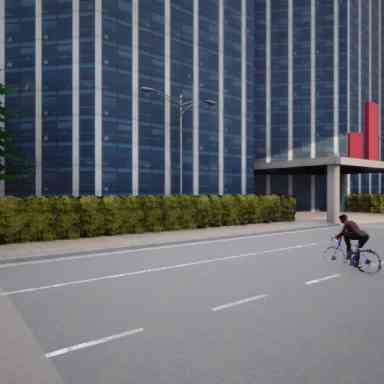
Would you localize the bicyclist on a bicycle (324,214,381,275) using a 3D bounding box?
[{"bbox_3d":[4.437,1.455,9.349,0.582,1.620,1.656,0,-2,-37],"label":"bicyclist on a bicycle"}]
